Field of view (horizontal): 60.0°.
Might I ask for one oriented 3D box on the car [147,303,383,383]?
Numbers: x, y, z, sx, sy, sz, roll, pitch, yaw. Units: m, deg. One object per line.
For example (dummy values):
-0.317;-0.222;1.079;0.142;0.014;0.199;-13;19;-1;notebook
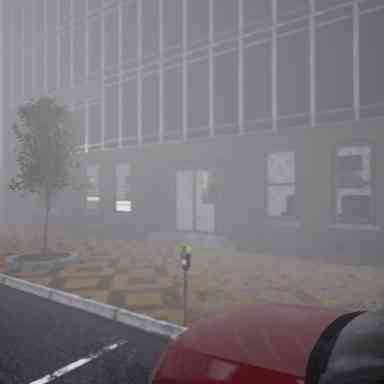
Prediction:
1.950;1.313;1.488;5.009;1.841;2.192;0;0;36;car
